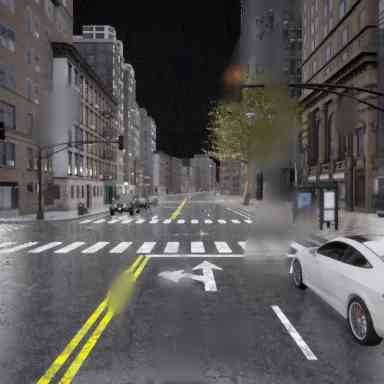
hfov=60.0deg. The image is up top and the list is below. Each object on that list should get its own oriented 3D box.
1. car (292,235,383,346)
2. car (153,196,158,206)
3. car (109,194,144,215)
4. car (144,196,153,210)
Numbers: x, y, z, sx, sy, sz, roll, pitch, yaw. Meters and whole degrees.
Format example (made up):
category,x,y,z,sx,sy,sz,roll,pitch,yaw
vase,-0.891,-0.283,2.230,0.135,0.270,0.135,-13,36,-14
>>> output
category,x,y,z,sx,sy,sz,roll,pitch,yaw
car,3.344,1.524,6.212,1.812,1.442,4.674,0,0,0
car,-6.639,1.421,53.751,2.128,1.511,4.902,0,0,0
car,-6.601,1.198,33.322,2.150,2.045,5.566,0,0,1
car,-6.638,1.437,43.433,1.882,1.535,5.008,0,0,0
